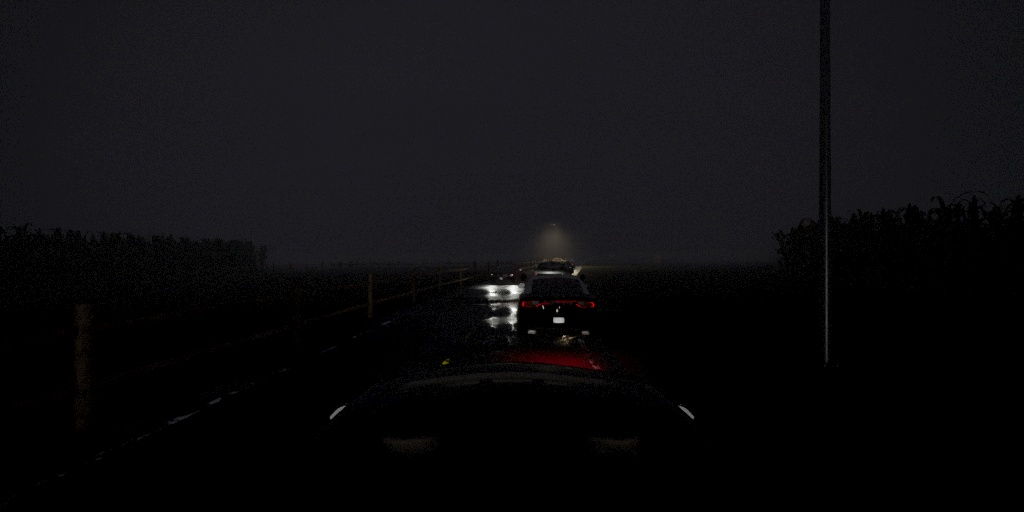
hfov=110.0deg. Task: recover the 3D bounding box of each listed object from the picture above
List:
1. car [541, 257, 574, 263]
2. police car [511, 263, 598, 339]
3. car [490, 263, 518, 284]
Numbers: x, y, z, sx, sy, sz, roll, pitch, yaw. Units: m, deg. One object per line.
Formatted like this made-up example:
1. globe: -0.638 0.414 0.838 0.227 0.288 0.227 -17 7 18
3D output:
1. car: 2.257 1.088 19.917 2.097 1.767 4.553 0 0 8
2. police car: 1.197 1.172 10.267 1.930 1.638 5.238 0 0 4
3. car: -0.306 1.256 26.435 1.812 1.442 4.674 0 0 11
